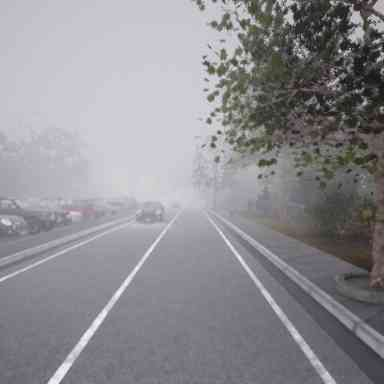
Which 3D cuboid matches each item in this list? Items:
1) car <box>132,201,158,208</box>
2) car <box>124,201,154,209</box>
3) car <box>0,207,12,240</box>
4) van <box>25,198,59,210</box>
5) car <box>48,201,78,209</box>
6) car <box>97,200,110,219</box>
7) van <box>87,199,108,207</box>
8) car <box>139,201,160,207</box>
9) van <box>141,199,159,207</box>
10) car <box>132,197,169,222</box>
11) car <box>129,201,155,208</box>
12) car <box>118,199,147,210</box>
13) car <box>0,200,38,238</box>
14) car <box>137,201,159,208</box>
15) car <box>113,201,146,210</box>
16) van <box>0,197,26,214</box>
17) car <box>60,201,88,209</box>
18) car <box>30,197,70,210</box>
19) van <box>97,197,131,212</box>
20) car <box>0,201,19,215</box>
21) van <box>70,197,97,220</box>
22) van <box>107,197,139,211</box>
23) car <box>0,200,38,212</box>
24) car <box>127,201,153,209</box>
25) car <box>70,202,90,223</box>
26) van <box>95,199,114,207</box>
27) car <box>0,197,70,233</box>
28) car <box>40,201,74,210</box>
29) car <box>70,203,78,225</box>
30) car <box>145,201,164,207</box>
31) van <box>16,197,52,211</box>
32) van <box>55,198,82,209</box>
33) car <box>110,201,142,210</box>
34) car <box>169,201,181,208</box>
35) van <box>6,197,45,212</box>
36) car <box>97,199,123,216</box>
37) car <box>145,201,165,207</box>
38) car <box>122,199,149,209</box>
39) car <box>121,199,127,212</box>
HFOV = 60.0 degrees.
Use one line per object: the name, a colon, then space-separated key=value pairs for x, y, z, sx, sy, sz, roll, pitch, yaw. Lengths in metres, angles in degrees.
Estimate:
car: x=-10.099 y=2.672 z=71.499 sx=5.366 sy=1.575 sz=1.946 roll=0 pitch=-2 yaw=0
car: x=-10.105 y=2.426 z=63.174 sx=5.366 sy=1.575 sz=1.946 roll=0 pitch=-2 yaw=0
car: x=-10.335 y=1.488 z=13.237 sx=5.008 sy=1.535 sz=2.097 roll=0 pitch=-1 yaw=0
van: x=-23.496 y=1.876 z=52.104 sx=4.442 sy=1.987 sz=1.878 roll=0 pitch=-2 yaw=0
car: x=-23.370 y=2.391 z=60.529 sx=4.674 sy=1.452 sz=2.002 roll=0 pitch=-2 yaw=0
car: x=-10.321 y=1.700 z=29.889 sx=5.008 sy=1.535 sz=2.097 roll=0 pitch=-1 yaw=0
van: x=-23.472 y=2.778 z=82.688 sx=4.442 sy=1.987 sz=1.878 roll=0 pitch=-2 yaw=0
car: x=-10.249 y=2.949 z=79.823 sx=4.792 sy=1.488 sz=2.163 roll=0 pitch=-2 yaw=0
van: x=-10.393 y=2.776 z=82.606 sx=4.442 sy=1.987 sz=1.878 roll=0 pitch=-2 yaw=0
car: x=-3.339 y=1.536 z=27.623 sx=2.097 sy=1.767 sz=4.553 roll=0 pitch=-1 yaw=0
car: x=-10.293 y=2.594 z=68.724 sx=4.892 sy=1.521 sz=2.231 roll=0 pitch=-2 yaw=0
car: x=-10.264 y=2.140 z=57.628 sx=4.553 sy=1.767 sz=2.185 roll=0 pitch=-2 yaw=0
car: x=-10.358 y=1.392 z=16.015 sx=4.553 sy=1.767 sz=2.185 roll=0 pitch=-1 yaw=0
car: x=-10.251 y=2.868 z=77.048 sx=4.792 sy=1.488 sz=2.163 roll=0 pitch=-2 yaw=0
car: x=-10.292 y=2.184 z=54.849 sx=5.008 sy=1.535 sz=2.097 roll=0 pitch=-2 yaw=0
van: x=-23.270 y=1.625 z=41.167 sx=4.442 sy=1.987 sz=1.878 roll=0 pitch=-1 yaw=0
car: x=-23.371 y=2.550 z=65.941 sx=4.674 sy=1.452 sz=2.002 roll=0 pitch=-2 yaw=0
car: x=-23.349 y=1.932 z=54.874 sx=5.566 sy=2.045 sz=2.435 roll=0 pitch=-2 yaw=0
van: x=-10.191 y=1.624 z=40.995 sx=4.442 sy=1.987 sz=1.878 roll=0 pitch=-1 yaw=0
car: x=-23.205 y=1.811 z=38.396 sx=5.366 sy=1.575 sz=1.946 roll=0 pitch=-1 yaw=0
van: x=-10.435 y=1.438 z=27.115 sx=4.442 sy=1.987 sz=1.878 roll=0 pitch=-1 yaw=0
van: x=-10.185 y=1.794 z=49.306 sx=4.442 sy=1.987 sz=1.878 roll=0 pitch=-2 yaw=0
car: x=-23.390 y=1.888 z=43.934 sx=5.008 sy=1.535 sz=2.097 roll=0 pitch=-1 yaw=0
car: x=-10.282 y=2.512 z=65.949 sx=4.892 sy=1.521 sz=2.231 roll=0 pitch=-2 yaw=0
car: x=-10.323 y=1.666 z=24.336 sx=4.674 sy=1.452 sz=2.002 roll=0 pitch=-1 yaw=0
van: x=-23.243 y=2.944 z=88.242 sx=4.442 sy=1.987 sz=1.878 roll=0 pitch=-2 yaw=0
car: x=-10.296 y=1.301 z=18.788 sx=5.566 sy=2.045 sz=2.435 roll=0 pitch=-1 yaw=0
car: x=-23.369 y=2.269 z=57.760 sx=5.008 sy=1.535 sz=2.097 roll=0 pitch=-2 yaw=0
car: x=-10.352 y=1.619 z=21.561 sx=4.792 sy=1.488 sz=2.163 roll=0 pitch=-1 yaw=0
car: x=-10.264 y=3.257 z=90.924 sx=4.892 sy=1.521 sz=2.231 roll=0 pitch=-2 yaw=0
van: x=-23.497 y=1.798 z=49.460 sx=4.442 sy=1.987 sz=1.878 roll=0 pitch=-2 yaw=0
van: x=-23.487 y=2.203 z=63.180 sx=4.442 sy=1.987 sz=1.878 roll=0 pitch=-2 yaw=0
car: x=-10.302 y=2.142 z=52.073 sx=4.674 sy=1.452 sz=2.002 roll=0 pitch=-2 yaw=0
car: x=-3.261 y=2.604 z=67.968 sx=2.033 sy=1.411 sz=5.357 roll=0 pitch=-2 yaw=0
van: x=-23.267 y=1.713 z=46.558 sx=4.442 sy=1.987 sz=1.878 roll=0 pitch=-1 yaw=0
car: x=-10.282 y=1.805 z=35.439 sx=4.792 sy=1.488 sz=2.163 roll=0 pitch=-1 yaw=0
car: x=-10.453 y=3.347 z=93.690 sx=5.366 sy=1.575 sz=1.946 roll=0 pitch=-2 yaw=0
car: x=-10.262 y=2.222 z=60.403 sx=4.553 sy=1.767 sz=2.185 roll=0 pitch=-2 yaw=0
car: x=-10.312 y=1.852 z=38.216 sx=4.674 sy=1.452 sz=2.002 roll=0 pitch=-1 yaw=0
